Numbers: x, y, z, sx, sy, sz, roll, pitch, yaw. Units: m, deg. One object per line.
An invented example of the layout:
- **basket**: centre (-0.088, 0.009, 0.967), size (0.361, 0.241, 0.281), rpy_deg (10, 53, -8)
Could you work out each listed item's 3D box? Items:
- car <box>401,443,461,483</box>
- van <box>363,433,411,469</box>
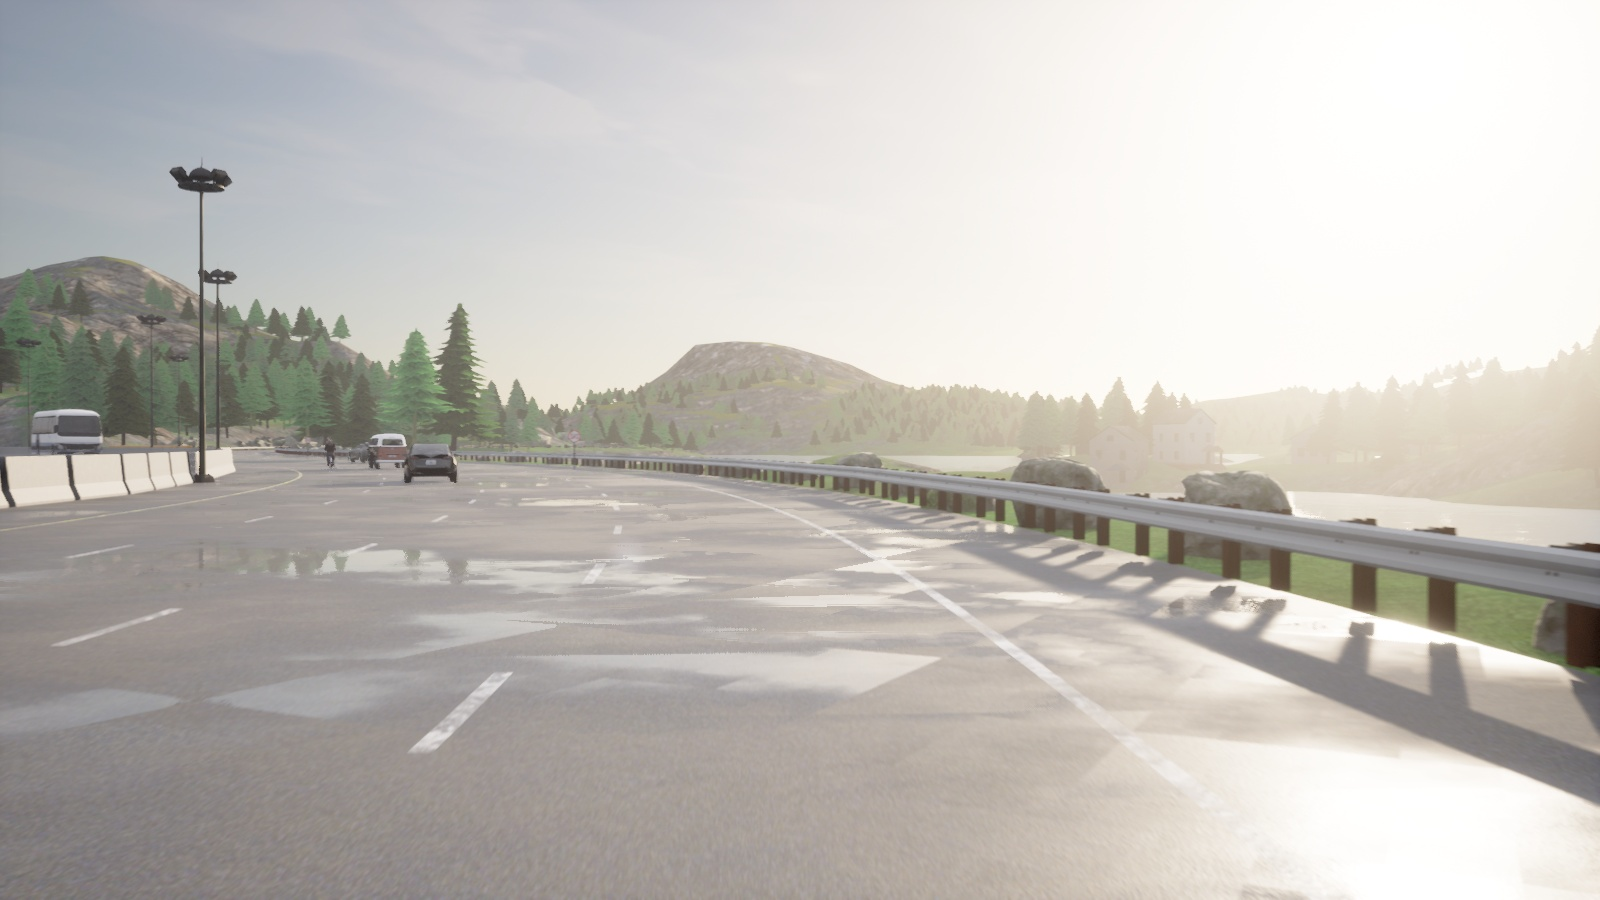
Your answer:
- **car**: centre (-14.526, 0.460, 49.378), size (2.163, 1.488, 4.792), rpy_deg (0, 0, -17)
- **van**: centre (-24.452, 0.039, 74.262), size (2.069, 2.038, 4.480), rpy_deg (0, 0, -26)
